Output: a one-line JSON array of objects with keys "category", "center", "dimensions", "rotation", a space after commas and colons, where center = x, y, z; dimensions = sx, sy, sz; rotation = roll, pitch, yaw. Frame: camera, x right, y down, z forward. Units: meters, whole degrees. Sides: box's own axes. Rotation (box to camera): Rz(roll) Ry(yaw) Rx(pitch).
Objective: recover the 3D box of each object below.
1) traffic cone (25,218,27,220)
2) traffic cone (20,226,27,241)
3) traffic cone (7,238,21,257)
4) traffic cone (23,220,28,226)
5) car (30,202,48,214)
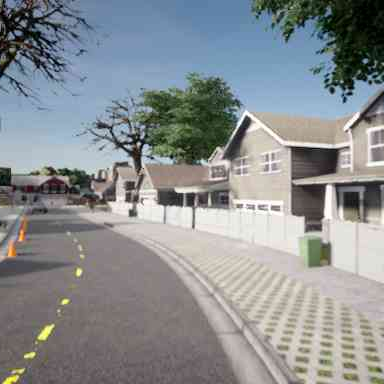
[{"category": "traffic cone", "center": [-12.937, 2.305, 25.900], "dimensions": [0.340, 0.580, 0.340], "rotation": [0, -1, -26]}, {"category": "traffic cone", "center": [-8.621, 2.184, 16.880], "dimensions": [0.340, 0.580, 0.340], "rotation": [0, -1, -26]}, {"category": "traffic cone", "center": [-6.761, 2.126, 12.512], "dimensions": [0.340, 0.580, 0.340], "rotation": [0, -1, -20]}, {"category": "traffic cone", "center": [-10.779, 2.245, 21.390], "dimensions": [0.340, 0.580, 0.340], "rotation": [0, -1, -26]}, {"category": "car", "center": [-20.369, 2.084, 44.154], "dimensions": [1.837, 1.490, 4.892], "rotation": [0, -1, -28]}]
